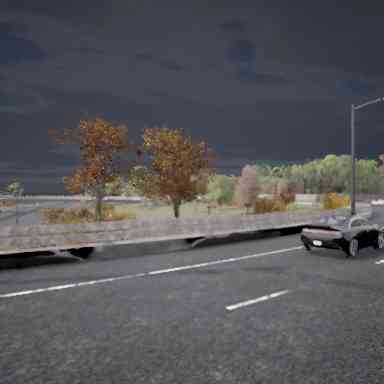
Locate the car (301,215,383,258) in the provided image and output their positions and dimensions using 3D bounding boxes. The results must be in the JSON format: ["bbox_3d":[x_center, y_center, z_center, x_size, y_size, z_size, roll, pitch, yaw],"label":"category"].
[{"bbox_3d":[6.401,1.701,13.872,4.902,1.511,2.128,1,-1,-43],"label":"car"}]

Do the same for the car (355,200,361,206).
[{"bbox_3d":[40.327,2.671,84.859,2.128,1.511,4.902,0,-1,2],"label":"car"}]

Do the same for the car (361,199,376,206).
[{"bbox_3d":[43.820,2.527,84.602,2.097,1.767,4.553,0,-1,2],"label":"car"}]
